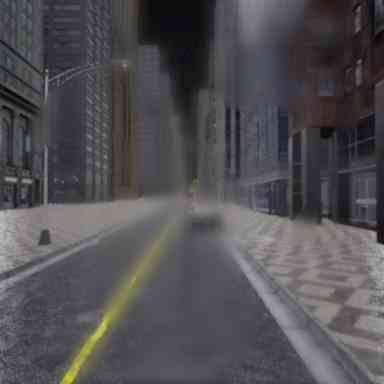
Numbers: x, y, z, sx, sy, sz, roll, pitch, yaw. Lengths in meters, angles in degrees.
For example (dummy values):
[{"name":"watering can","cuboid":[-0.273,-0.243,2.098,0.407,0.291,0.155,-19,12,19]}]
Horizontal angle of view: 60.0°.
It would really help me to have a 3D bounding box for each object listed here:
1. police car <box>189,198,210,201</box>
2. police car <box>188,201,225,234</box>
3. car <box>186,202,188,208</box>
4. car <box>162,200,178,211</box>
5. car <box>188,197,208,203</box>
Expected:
[{"name":"police car","cuboid":[0.888,1.658,30.634,1.930,1.638,5.238,0,0,0]},{"name":"police car","cuboid":[0.892,1.574,20.632,1.930,1.638,5.238,0,0,0]},{"name":"car","cuboid":[-0.021,2.014,56.581,2.033,1.411,5.357,0,-1,0]},{"name":"car","cuboid":[-3.099,1.888,47.425,1.837,1.490,4.892,0,-1,0]},{"name":"car","cuboid":[0.887,1.510,36.556,2.150,2.045,5.566,0,-1,0]}]
